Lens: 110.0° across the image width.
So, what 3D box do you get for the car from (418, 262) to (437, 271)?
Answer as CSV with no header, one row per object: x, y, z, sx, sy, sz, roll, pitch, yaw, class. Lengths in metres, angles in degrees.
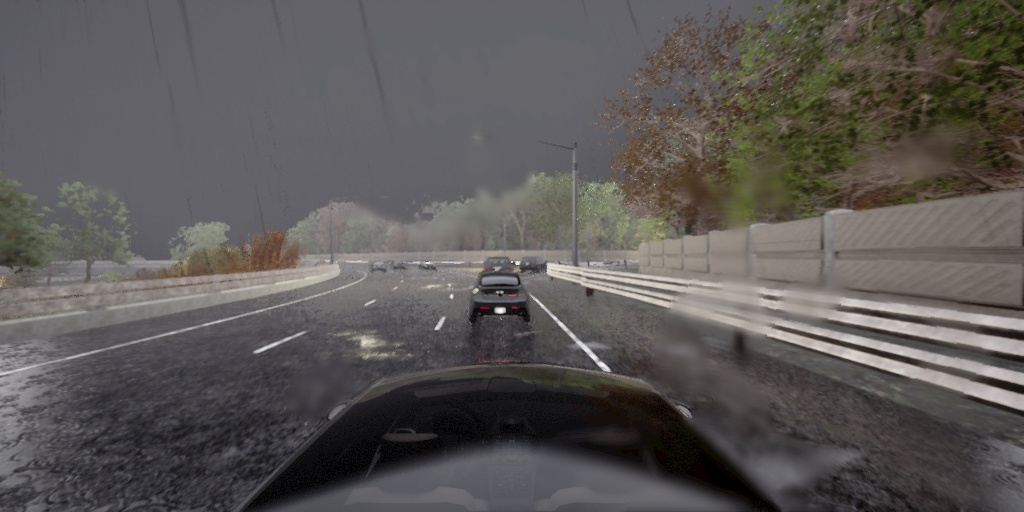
-12.695,1.525,53.289,1.895,1.301,4.718,0,0,-27,car

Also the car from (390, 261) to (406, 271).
-17.736,1.457,55.296,1.837,1.490,4.892,0,0,-29,car

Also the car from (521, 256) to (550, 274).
2.900,1.051,43.281,2.150,2.045,5.566,-1,0,26,car

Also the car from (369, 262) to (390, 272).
-18.662,1.490,49.630,2.033,1.411,5.357,0,0,-27,car

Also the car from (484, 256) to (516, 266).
-0.939,1.032,26.776,2.150,2.045,5.566,0,0,0,car

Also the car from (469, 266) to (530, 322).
-0.438,1.281,12.453,1.837,1.490,4.892,0,0,-3,car
